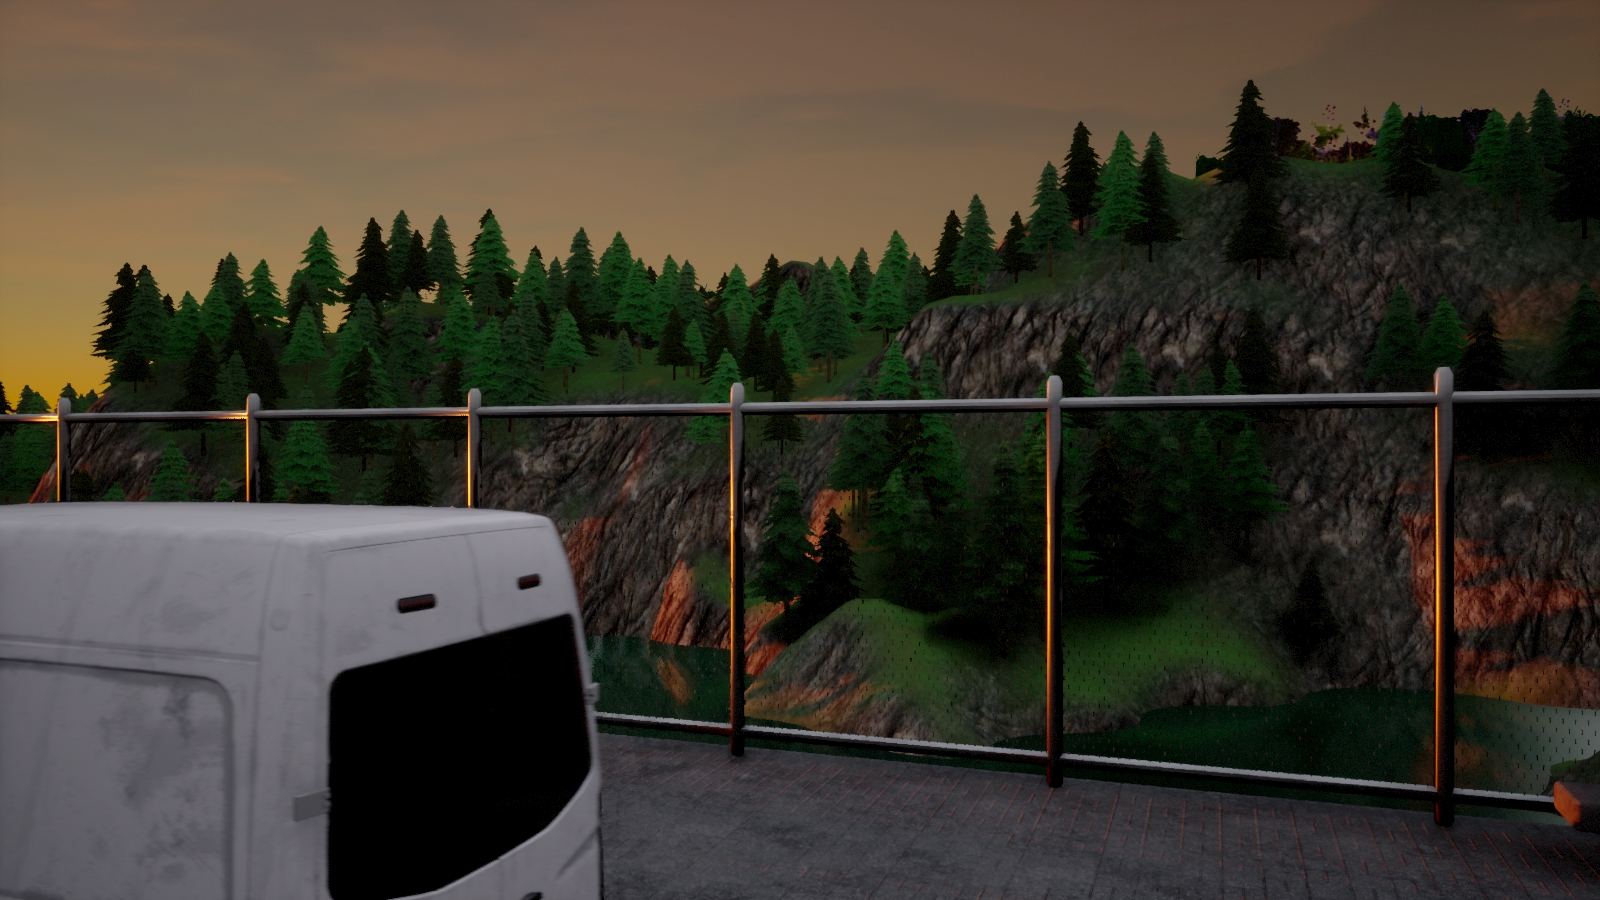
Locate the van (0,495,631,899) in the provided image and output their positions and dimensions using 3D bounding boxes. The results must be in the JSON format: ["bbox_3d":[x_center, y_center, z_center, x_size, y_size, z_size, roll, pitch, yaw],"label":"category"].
[{"bbox_3d":[-3.886,1.537,5.243,5.915,2.561,1.988,0,0,20],"label":"van"}]
